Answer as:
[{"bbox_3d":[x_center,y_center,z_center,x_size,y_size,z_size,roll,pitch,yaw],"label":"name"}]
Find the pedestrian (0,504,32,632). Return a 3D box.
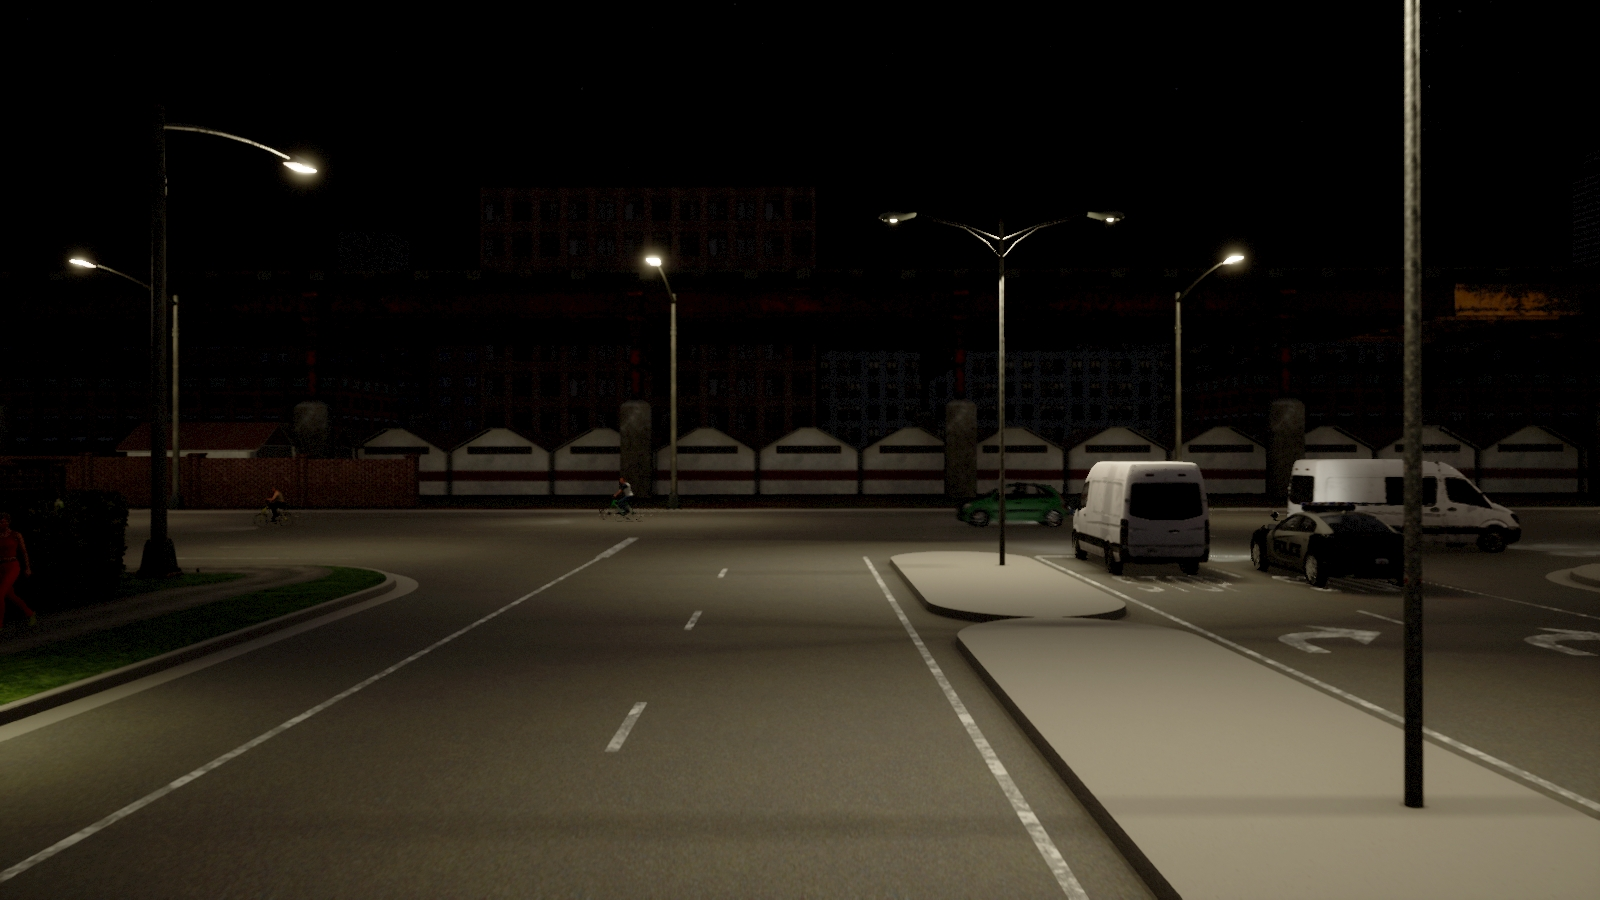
[{"bbox_3d":[-11.742,1.746,16.996,0.375,1.860,0.375,0,0,0],"label":"pedestrian"}]

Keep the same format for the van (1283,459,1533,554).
[{"bbox_3d":[16.889,1.536,31.948,5.915,2.561,1.988,0,0,0],"label":"van"}]

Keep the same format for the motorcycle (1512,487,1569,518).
[{"bbox_3d":[30.832,2.170,47.588,1.805,1.236,0.856,0,0,-1],"label":"motorcycle"}]

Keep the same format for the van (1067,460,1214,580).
[{"bbox_3d":[8.101,1.552,27.821,1.988,2.561,5.915,0,0,2],"label":"van"}]

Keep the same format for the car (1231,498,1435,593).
[{"bbox_3d":[11.413,1.988,24.975,2.097,1.638,5.238,0,0,1],"label":"car"}]

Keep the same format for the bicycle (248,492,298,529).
[{"bbox_3d":[-19.615,2.244,42.559,1.487,1.301,0.859,0,0,0],"label":"bicycle"}]

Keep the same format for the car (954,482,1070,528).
[{"bbox_3d":[7.836,2.035,42.470,3.988,1.617,1.851,0,0,0],"label":"car"}]
